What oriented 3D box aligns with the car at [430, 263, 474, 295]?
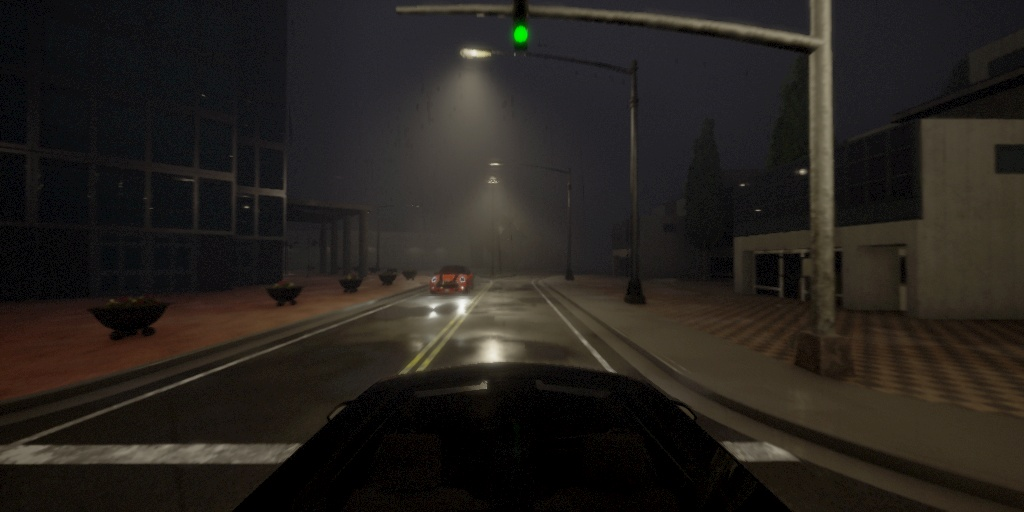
[{"bbox_3d":[-3.511,1.313,21.642,2.097,1.767,4.553,0,-1,0],"label":"car"}]
